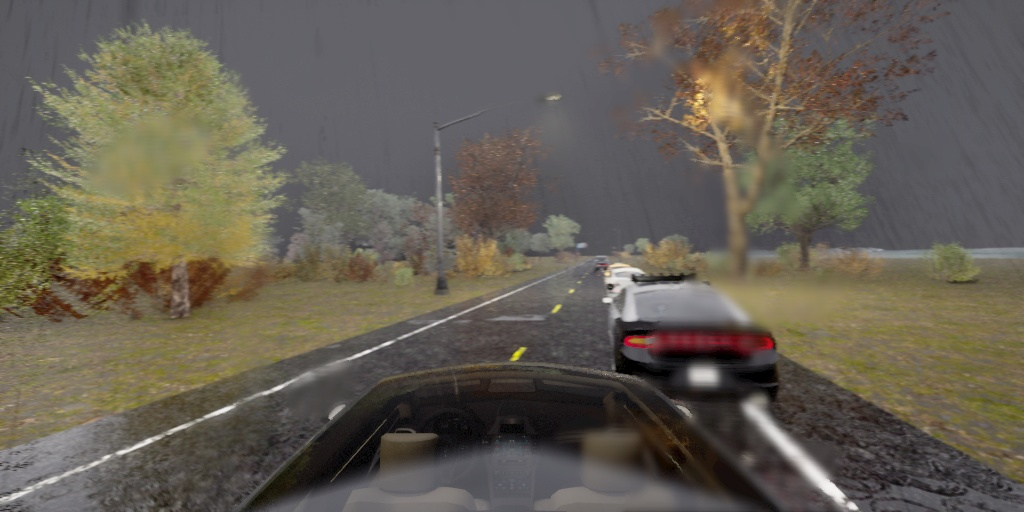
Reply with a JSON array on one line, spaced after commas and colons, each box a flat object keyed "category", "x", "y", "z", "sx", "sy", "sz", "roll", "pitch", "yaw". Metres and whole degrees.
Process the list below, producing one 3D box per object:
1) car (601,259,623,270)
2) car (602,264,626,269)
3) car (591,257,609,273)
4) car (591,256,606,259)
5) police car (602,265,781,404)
[{"category": "car", "x": 6.607, "y": 1.173, "z": 22.084, "sx": 1.801, "sy": 1.575, "sz": 5.366, "roll": -2, "pitch": -1, "yaw": 14}, {"category": "car", "x": 5.113, "y": 1.237, "z": 16.078, "sx": 1.812, "sy": 1.442, "sz": 4.674, "roll": -2, "pitch": -1, "yaw": 14}, {"category": "car", "x": 11.240, "y": 1.284, "z": 44.877, "sx": 1.837, "sy": 1.490, "sz": 4.892, "roll": -2, "pitch": 0, "yaw": 15}, {"category": "car", "x": 14.349, "y": 1.010, "z": 57.523, "sx": 2.150, "sy": 2.045, "sz": 5.566, "roll": -2, "pitch": -1, "yaw": 14}, {"category": "police car", "x": 2.731, "y": 1.124, "z": 6.485, "sx": 1.930, "sy": 1.638, "sz": 5.238, "roll": -2, "pitch": -1, "yaw": 14}]
